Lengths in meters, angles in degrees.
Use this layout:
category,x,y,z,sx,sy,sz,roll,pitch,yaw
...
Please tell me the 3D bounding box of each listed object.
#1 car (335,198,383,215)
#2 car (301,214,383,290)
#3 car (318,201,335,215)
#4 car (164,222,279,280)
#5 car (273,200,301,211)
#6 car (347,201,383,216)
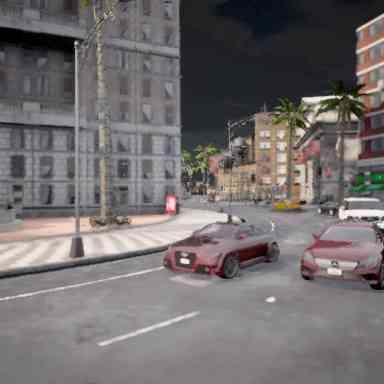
category,x,y,z,sx,sy,sz,roll,pitch,yaw
car,9.709,1.348,18.932,2.150,2.045,5.566,-1,-1,20
car,4.638,1.593,9.578,1.812,1.442,4.674,-1,-1,36
car,15.334,1.762,36.058,1.837,1.490,4.892,0,-1,-3
car,1.067,1.664,10.406,1.994,1.385,4.181,-1,-1,39
car,13.298,1.857,47.050,1.882,1.535,5.008,0,0,-18
car,18.819,1.760,36.037,1.812,1.442,4.674,0,0,-2
